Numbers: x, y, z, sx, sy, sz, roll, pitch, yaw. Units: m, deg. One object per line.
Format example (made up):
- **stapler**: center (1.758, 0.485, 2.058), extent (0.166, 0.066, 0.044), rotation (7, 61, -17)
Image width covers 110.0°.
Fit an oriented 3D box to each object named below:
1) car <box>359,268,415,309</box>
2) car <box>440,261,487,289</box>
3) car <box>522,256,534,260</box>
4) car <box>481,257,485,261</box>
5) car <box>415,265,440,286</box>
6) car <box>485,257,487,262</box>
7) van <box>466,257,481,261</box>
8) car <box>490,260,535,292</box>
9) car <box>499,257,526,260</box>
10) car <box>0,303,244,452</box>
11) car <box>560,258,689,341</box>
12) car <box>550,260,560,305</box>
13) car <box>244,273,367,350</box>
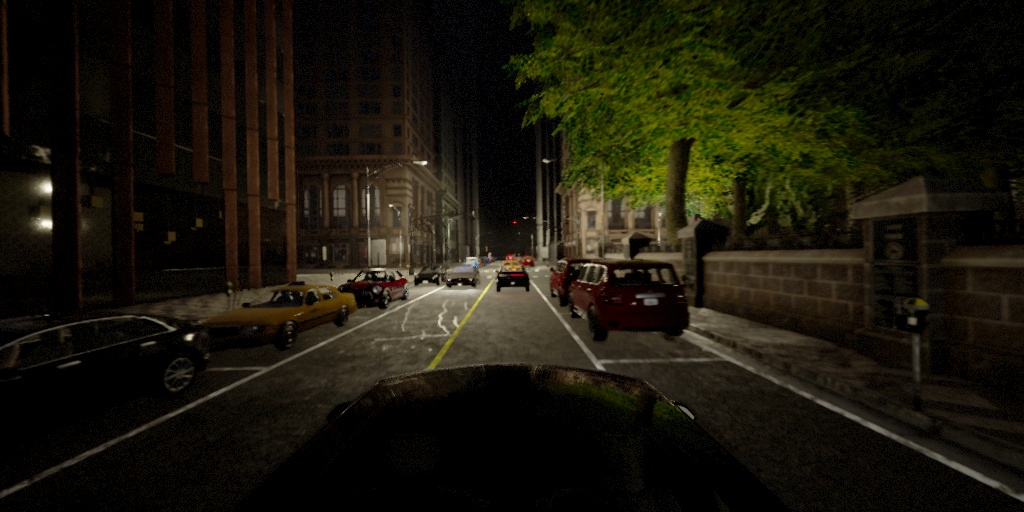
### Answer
- **car**: center (-5.744, 1.267, 15.085), extent (1.967, 1.591, 4.097), rotation (0, 0, 0)
- **car**: center (-3.090, 1.307, 23.875), extent (2.033, 1.411, 5.357), rotation (-1, 0, 0)
- **car**: center (2.603, 0.908, 58.274), extent (2.192, 1.841, 5.009), rotation (0, 0, 0)
- **car**: center (-5.921, 1.184, 58.230), extent (1.967, 1.591, 4.097), rotation (0, 0, 0)
- **car**: center (-5.790, 1.367, 26.133), extent (1.948, 1.339, 4.313), rotation (0, 0, 0)
- **car**: center (-5.943, 1.283, 63.671), extent (1.888, 1.381, 4.507), rotation (0, 0, 0)
- **van**: center (-5.899, 1.092, 52.790), extent (1.690, 1.789, 3.998), rotation (0, 0, 0)
- **car**: center (0.049, 1.202, 21.002), extent (2.128, 1.511, 4.902), rotation (-1, 0, 0)
- **car**: center (-0.062, 1.166, 31.384), extent (1.882, 1.535, 5.008), rotation (-1, 0, 0)
- **car**: center (-5.699, 1.398, 4.036), extent (2.007, 1.370, 4.403), rotation (0, 0, 0)
- **car**: center (2.802, 1.002, 9.606), extent (2.192, 1.841, 5.009), rotation (0, 0, 0)
- **car**: center (2.780, 0.991, 15.131), extent (2.192, 1.841, 5.009), rotation (0, 0, 0)
- **car**: center (-5.721, 1.364, 9.390), extent (1.751, 1.417, 4.829), rotation (0, 0, 0)
